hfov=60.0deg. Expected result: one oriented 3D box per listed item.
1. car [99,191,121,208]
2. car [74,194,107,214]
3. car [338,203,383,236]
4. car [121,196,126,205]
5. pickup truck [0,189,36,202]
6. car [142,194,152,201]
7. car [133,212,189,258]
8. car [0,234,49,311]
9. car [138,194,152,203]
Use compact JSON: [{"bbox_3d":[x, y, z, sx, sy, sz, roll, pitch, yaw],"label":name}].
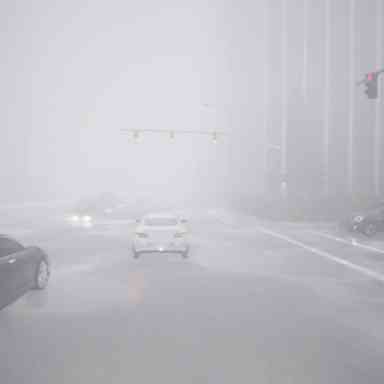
[{"bbox_3d":[-10.821,0.947,42.277,2.150,2.045,5.566,1,0,-4],"label":"car"},{"bbox_3d":[-10.060,1.261,32.415,2.128,1.511,4.902,1,0,-4],"label":"car"},{"bbox_3d":[10.495,1.406,18.251,4.553,1.767,2.097,1,0,-4],"label":"car"},{"bbox_3d":[-11.550,1.246,52.371,1.994,1.385,4.181,1,0,-4],"label":"car"},{"bbox_3d":[-28.303,0.545,53.564,2.390,2.098,6.274,1,0,26],"label":"pickup truck"},{"bbox_3d":[-9.446,1.166,70.273,1.812,1.442,4.674,1,0,-5],"label":"car"},{"bbox_3d":[-1.150,1.468,12.407,1.812,1.442,4.674,1,0,-5],"label":"car"},{"bbox_3d":[-4.081,1.438,5.829,1.837,1.490,4.892,1,0,-5],"label":"car"},{"bbox_3d":[-8.613,1.236,59.800,2.033,1.411,5.357,1,0,-5],"label":"car"}]
